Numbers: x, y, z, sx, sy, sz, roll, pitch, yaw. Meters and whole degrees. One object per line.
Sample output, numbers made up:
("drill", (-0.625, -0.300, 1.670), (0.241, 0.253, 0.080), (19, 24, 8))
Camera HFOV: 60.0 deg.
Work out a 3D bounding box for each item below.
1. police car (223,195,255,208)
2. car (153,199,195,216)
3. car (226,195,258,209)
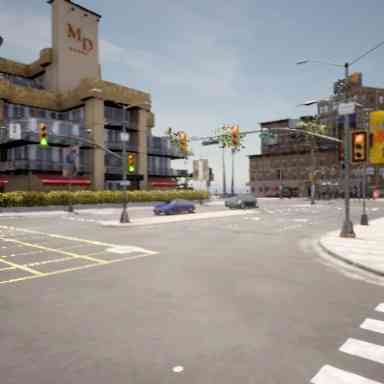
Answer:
("police car", (6.577, 1.263, 46.153), (2.038, 1.542, 4.974), (0, 0, 41))
("car", (-1.607, 1.397, 31.591), (1.812, 1.442, 4.674), (0, 0, 42))
("car", (6.127, 1.138, 40.372), (2.097, 1.767, 4.553), (0, 0, 42))
